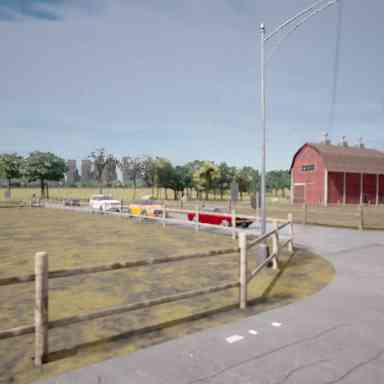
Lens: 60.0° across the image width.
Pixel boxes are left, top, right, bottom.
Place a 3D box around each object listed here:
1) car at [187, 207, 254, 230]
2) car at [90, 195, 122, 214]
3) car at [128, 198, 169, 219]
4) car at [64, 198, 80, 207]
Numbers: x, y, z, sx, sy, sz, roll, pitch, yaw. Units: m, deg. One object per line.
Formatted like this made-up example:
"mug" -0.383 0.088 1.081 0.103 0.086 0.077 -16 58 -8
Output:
"car" 1.760 1.631 21.522 1.895 1.301 4.718 -1 1 -36
"car" -10.005 1.344 38.219 2.150 2.045 5.566 -1 0 -35
"car" -3.938 1.409 29.581 2.097 1.767 4.553 -1 0 -35
"car" -21.504 1.837 59.684 1.837 1.490 4.892 -1 0 -35
